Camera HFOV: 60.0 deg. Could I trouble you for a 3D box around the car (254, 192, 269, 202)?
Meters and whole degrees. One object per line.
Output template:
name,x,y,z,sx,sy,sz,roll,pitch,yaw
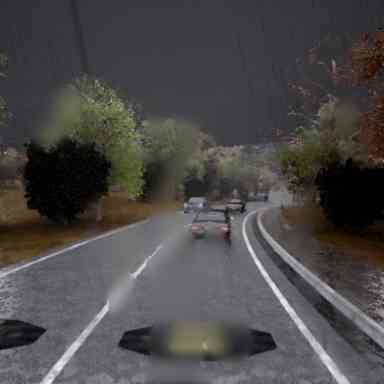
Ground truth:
car,15.072,1.111,71.590,2.150,2.045,5.566,2,1,24

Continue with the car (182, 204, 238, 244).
car,0.985,1.534,15.920,2.033,1.411,5.357,1,0,6

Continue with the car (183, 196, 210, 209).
car,0.539,1.273,33.919,2.097,1.767,4.553,1,0,14

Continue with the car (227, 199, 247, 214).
car,4.841,1.497,35.851,2.128,1.511,4.902,1,0,15
